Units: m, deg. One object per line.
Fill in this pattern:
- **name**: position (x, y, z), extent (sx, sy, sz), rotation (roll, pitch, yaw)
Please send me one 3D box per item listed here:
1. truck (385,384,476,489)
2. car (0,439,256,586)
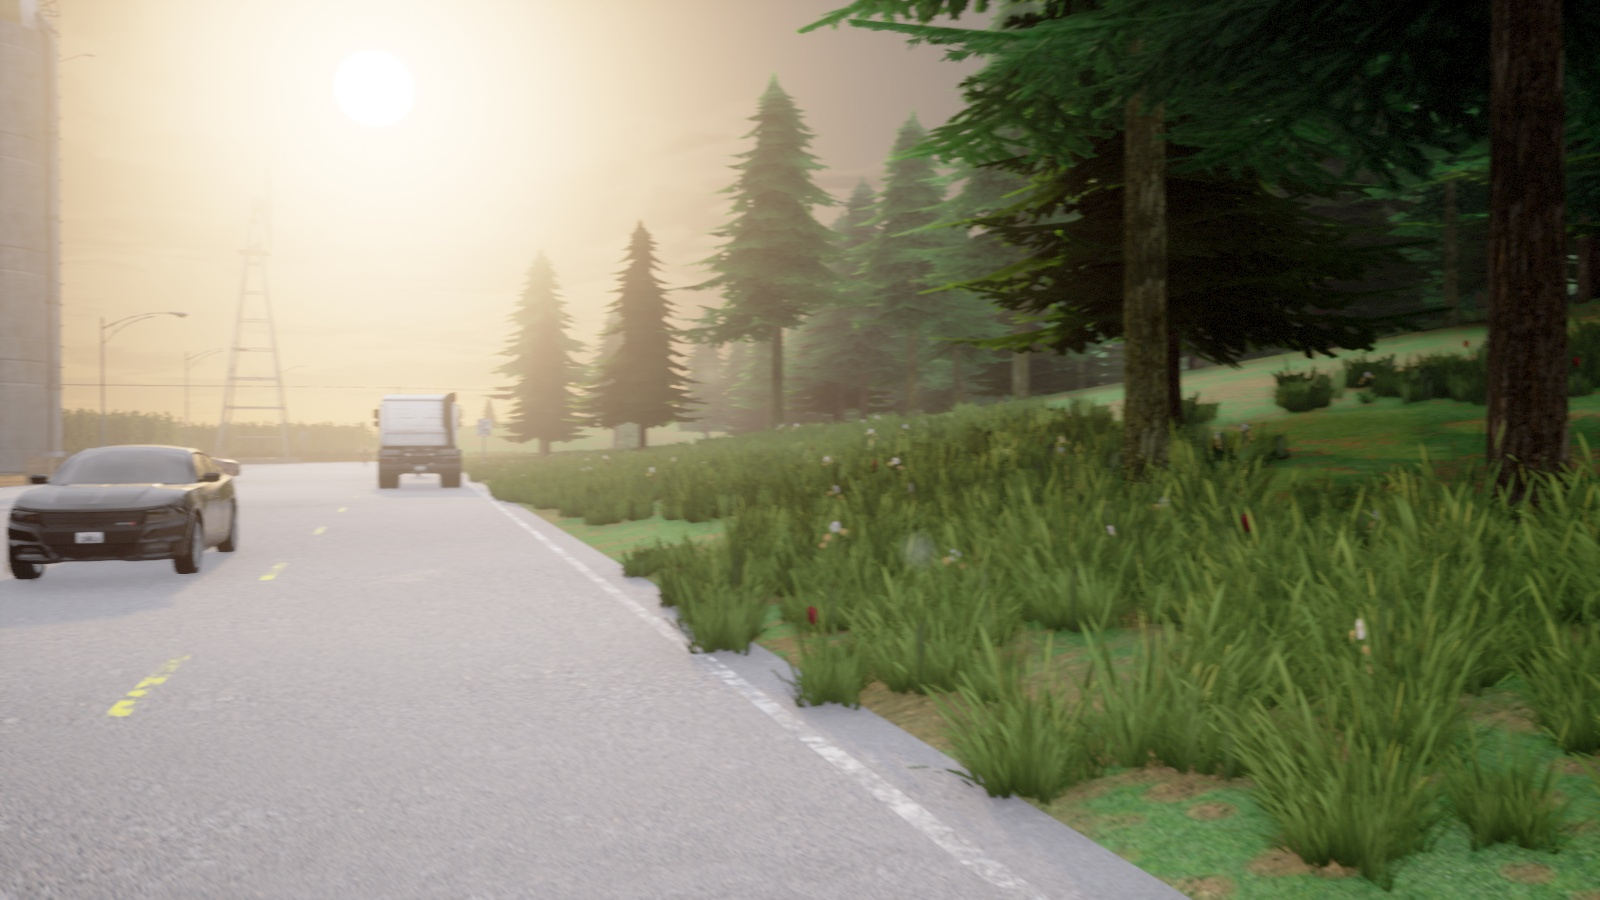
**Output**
- **truck**: position (-13.413, -0.476, 45.635), extent (2.891, 3.462, 7.936), rotation (0, 0, -17)
- **car**: position (-8.195, 0.652, 15.815), extent (1.882, 1.535, 5.008), rotation (0, 0, -17)
